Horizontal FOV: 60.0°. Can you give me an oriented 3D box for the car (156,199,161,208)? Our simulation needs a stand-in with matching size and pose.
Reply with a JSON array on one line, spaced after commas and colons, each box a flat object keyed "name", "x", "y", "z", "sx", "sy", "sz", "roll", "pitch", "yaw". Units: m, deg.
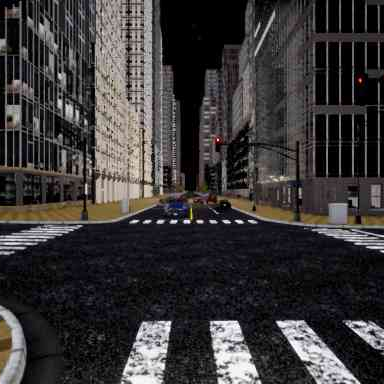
[{"name": "car", "x": -4.065, "y": 1.592, "z": 47.278, "sx": 1.802, "sy": 1.307, "sz": 4.206, "roll": 0, "pitch": 0, "yaw": 0}]

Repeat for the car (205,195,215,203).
[{"name": "car", "x": 3.704, "y": 1.432, "z": 69.428, "sx": 1.967, "sy": 1.590, "sz": 4.097, "roll": 0, "pitch": 0, "yaw": 0}]

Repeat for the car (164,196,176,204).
[{"name": "car", "x": -4.149, "y": 1.564, "z": 63.860, "sx": 1.947, "sy": 1.339, "sz": 4.313, "roll": 0, "pitch": 0, "yaw": 0}]

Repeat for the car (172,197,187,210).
[{"name": "car", "x": -1.584, "y": 1.490, "z": 44.290, "sx": 1.882, "sy": 1.535, "sz": 5.008, "roll": 0, "pitch": 0, "yaw": 0}]

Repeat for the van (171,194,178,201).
[{"name": "van", "x": -4.232, "y": 1.321, "z": 80.443, "sx": 1.690, "sy": 1.788, "sz": 3.998, "roll": 0, "pitch": 0, "yaw": 0}]

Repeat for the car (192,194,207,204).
[{"name": "car", "x": 1.262, "y": 1.599, "z": 63.075, "sx": 1.895, "sy": 1.301, "sz": 4.718, "roll": 0, "pitch": 0, "yaw": 0}]

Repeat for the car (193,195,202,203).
[{"name": "car", "x": 1.132, "y": 1.488, "z": 73.243, "sx": 1.837, "sy": 1.490, "sz": 4.892, "roll": 0, "pitch": 0, "yaw": 0}]

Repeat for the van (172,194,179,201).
[{"name": "van", "x": -4.260, "y": 1.315, "z": 85.971, "sx": 1.690, "sy": 1.788, "sz": 3.998, "roll": 0, "pitch": 0, "yaw": 0}]

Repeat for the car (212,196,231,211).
[{"name": "car", "x": 3.892, "y": 1.579, "z": 41.791, "sx": 1.947, "sy": 1.339, "sz": 4.313, "roll": 0, "pitch": 0, "yaw": 0}]

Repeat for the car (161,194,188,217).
[{"name": "car", "x": -1.490, "y": 1.370, "z": 31.368, "sx": 2.097, "sy": 1.767, "sz": 4.553, "roll": 0, "pitch": 0, "yaw": -1}]

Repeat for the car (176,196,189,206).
[{"name": "car", "x": -1.629, "y": 1.493, "z": 57.574, "sx": 2.128, "sy": 1.511, "sz": 4.902, "roll": 0, "pitch": 0, "yaw": 0}]

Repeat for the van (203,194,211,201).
[{"name": "van", "x": 3.648, "y": 1.321, "z": 80.483, "sx": 1.690, "sy": 1.788, "sz": 3.998, "roll": 0, "pitch": 0, "yaw": 0}]

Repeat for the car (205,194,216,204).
[{"name": "car", "x": 3.732, "y": 1.313, "z": 63.900, "sx": 2.192, "sy": 1.841, "sz": 5.009, "roll": 0, "pitch": 0, "yaw": 0}]
